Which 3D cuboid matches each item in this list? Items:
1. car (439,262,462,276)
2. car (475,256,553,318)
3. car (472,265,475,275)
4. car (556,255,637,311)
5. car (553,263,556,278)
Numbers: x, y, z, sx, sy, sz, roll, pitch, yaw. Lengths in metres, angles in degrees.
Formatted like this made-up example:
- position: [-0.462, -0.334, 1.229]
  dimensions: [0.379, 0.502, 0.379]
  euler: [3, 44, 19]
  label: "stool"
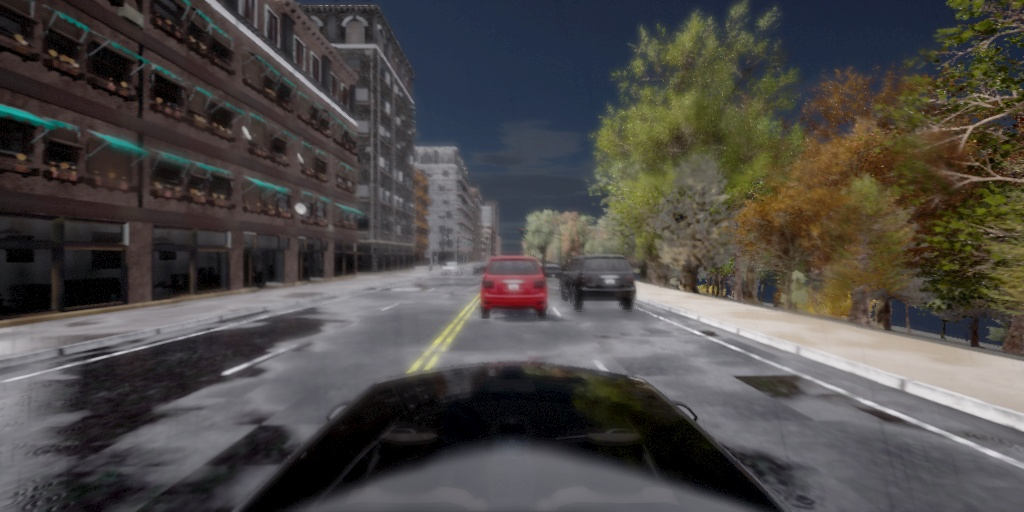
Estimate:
- position: [-6.600, 1.396, 39.266]
  dimensions: [1.812, 1.442, 4.674]
  euler: [0, 0, 0]
  label: "car"
- position: [0.074, 1.009, 13.362]
  dimensions: [2.150, 2.045, 5.566]
  euler: [0, 0, 0]
  label: "car"
- position: [-3.347, 1.382, 40.586]
  dimensions: [1.837, 1.490, 4.892]
  euler: [0, -1, 0]
  label: "car"
- position: [3.334, 1.006, 14.784]
  dimensions: [2.150, 2.045, 5.566]
  euler: [0, -1, 0]
  label: "car"
- position: [3.331, 1.347, 31.396]
  dimensions: [1.837, 1.490, 4.892]
  euler: [0, 0, 0]
  label: "car"
